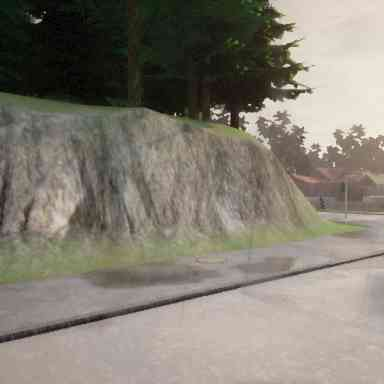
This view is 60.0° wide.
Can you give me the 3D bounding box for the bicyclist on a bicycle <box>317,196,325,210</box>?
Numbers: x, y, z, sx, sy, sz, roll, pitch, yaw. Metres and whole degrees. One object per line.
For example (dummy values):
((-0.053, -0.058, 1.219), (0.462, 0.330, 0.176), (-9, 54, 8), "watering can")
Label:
((15.552, 1.349, 39.986), (1.656, 1.620, 0.582), (0, 0, -36), "bicyclist on a bicycle")
